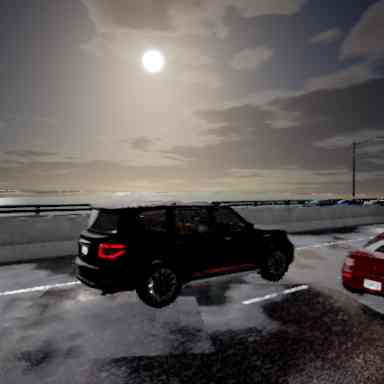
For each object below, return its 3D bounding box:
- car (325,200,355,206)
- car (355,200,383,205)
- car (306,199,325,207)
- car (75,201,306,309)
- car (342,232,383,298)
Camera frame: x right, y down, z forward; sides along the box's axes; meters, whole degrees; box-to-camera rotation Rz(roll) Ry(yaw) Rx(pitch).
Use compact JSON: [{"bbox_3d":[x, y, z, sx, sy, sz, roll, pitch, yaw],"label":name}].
[{"bbox_3d":[17.555,1.592,37.694,4.674,1.442,1.812,0,0,-35],"label":"car"},{"bbox_3d":[19.512,1.570,34.793,4.892,1.490,1.837,0,0,-35],"label":"car"},{"bbox_3d":[15.575,1.614,40.587,5.357,1.411,2.033,0,0,-35],"label":"car"},{"bbox_3d":[0.077,1.234,8.141,5.566,2.045,2.150,0,0,-35],"label":"car"},{"bbox_3d":[5.214,1.543,7.468,4.674,1.442,1.812,0,0,-35],"label":"car"}]
